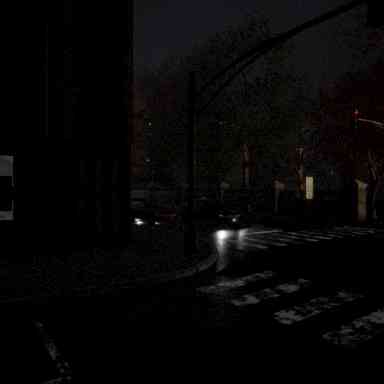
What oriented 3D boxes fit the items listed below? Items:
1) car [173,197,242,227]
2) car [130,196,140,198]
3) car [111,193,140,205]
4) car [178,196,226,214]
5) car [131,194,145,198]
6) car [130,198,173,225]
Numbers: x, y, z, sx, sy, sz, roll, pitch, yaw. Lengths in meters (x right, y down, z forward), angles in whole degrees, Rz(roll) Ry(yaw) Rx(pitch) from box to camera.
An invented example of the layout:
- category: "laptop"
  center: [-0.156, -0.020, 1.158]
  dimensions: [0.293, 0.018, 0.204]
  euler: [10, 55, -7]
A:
- category: "car"
  center: [0.999, 1.255, 20.470]
  dimensions: [1.812, 1.442, 4.674]
  euler: [0, 1, -36]
- category: "car"
  center: [-5.837, 1.158, 25.482]
  dimensions: [1.802, 1.307, 4.206]
  euler: [2, 0, -36]
- category: "car"
  center: [-8.830, 0.863, 43.840]
  dimensions: [2.008, 1.369, 4.403]
  euler: [1, 0, -36]
- category: "car"
  center: [0.843, 1.129, 30.546]
  dimensions: [1.752, 1.417, 4.829]
  euler: [1, 0, -36]
- category: "car"
  center: [-4.610, 1.085, 28.186]
  dimensions: [1.812, 1.442, 4.674]
  euler: [0, 1, -36]
- category: "car"
  center: [-2.580, 1.257, 21.006]
  dimensions: [1.802, 1.307, 4.206]
  euler: [2, 0, -36]
